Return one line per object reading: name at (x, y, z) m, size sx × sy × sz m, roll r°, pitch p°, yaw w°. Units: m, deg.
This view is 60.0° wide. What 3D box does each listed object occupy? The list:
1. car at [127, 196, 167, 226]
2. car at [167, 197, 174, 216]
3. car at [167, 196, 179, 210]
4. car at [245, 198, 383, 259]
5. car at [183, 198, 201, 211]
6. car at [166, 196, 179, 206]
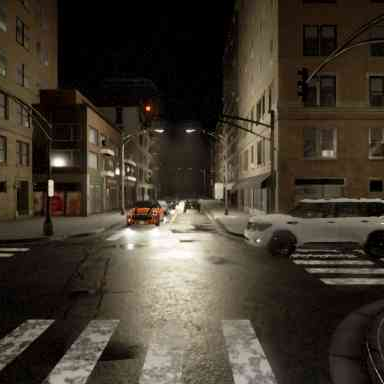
car at (-3.143, 1.343, 23.059) m, size 2.097 × 1.767 × 4.553 m, roll 0°, pitch 0°, yaw 0°
car at (-3.163, 1.531, 32.514) m, size 2.033 × 1.411 × 5.357 m, roll 0°, pitch 0°, yaw 0°
car at (-3.177, 1.328, 42.300) m, size 2.097 × 1.767 × 4.553 m, roll 0°, pitch 0°, yaw 0°
car at (4.786, 1.234, 12.252) m, size 5.566 × 2.045 × 2.150 m, roll 0°, pitch 0°, yaw 0°
car at (0.016, 1.470, 39.378) m, size 2.128 × 1.511 × 4.902 m, roll 0°, pitch 0°, yaw 0°
car at (-3.155, 1.443, 54.268) m, size 1.882 × 1.535 × 5.008 m, roll 0°, pitch 1°, yaw 0°
